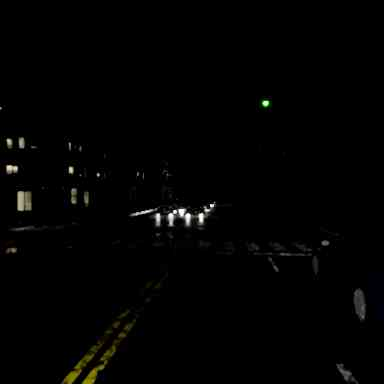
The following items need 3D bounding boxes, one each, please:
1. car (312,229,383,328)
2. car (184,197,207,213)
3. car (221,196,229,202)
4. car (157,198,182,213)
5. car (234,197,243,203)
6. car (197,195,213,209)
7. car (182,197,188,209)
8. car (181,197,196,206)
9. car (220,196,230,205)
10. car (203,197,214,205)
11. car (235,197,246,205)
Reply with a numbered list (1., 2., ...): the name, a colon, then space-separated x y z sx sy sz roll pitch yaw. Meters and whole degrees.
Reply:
1. car: 3.950 1.512 6.959 1.882 1.535 5.008 0 0 7
2. car: 0.437 1.694 39.079 1.812 1.442 4.674 0 0 4
3. car: 7.837 1.649 79.175 1.882 1.535 5.008 0 0 6
4. car: -2.786 1.693 39.438 1.812 1.442 4.674 0 0 8
5. car: 11.074 1.935 78.882 1.895 1.301 4.718 0 0 6
6. car: 1.590 1.439 50.449 2.150 2.045 5.566 0 0 6
7. car: -1.745 1.703 49.788 2.128 1.511 4.902 0 0 6
8. car: -0.593 1.748 60.966 2.128 1.511 4.902 0 0 6
9. car: 6.794 1.801 68.808 1.837 1.490 4.892 0 0 6
10. car: 3.304 1.763 66.813 1.882 1.535 5.008 0 0 6
11. car: 10.111 1.844 68.316 2.033 1.411 5.357 0 0 5
